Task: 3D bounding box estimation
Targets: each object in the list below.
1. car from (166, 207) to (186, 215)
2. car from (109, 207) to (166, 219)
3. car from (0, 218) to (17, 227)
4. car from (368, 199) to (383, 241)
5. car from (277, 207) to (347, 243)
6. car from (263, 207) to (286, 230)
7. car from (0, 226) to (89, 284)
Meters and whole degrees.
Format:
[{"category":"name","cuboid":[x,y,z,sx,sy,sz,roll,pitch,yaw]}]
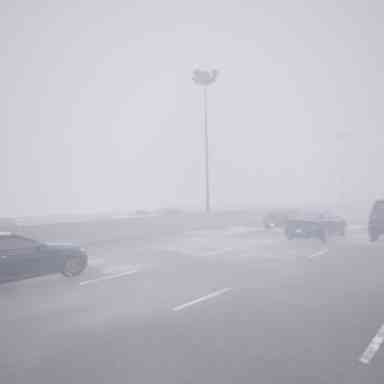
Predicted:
[{"category":"car","cuboid":[-2.749,2.251,33.825,2.033,1.411,5.357,-2,-1,40]},{"category":"car","cuboid":[-4.597,2.124,26.230,1.812,1.442,4.674,-2,-1,40]},{"category":"car","cuboid":[-15.684,2.327,24.012,2.033,1.411,5.357,-2,-1,40]},{"category":"car","cuboid":[10.564,1.334,16.780,2.150,2.045,5.566,-2,-1,40]},{"category":"car","cuboid":[6.629,1.685,17.545,1.882,1.535,5.008,-2,-1,40]},{"category":"car","cuboid":[6.650,1.814,22.969,1.837,1.490,4.892,-2,-1,40]},{"category":"car","cuboid":[-5.151,1.811,9.093,1.812,1.442,4.674,-2,-1,40]}]
